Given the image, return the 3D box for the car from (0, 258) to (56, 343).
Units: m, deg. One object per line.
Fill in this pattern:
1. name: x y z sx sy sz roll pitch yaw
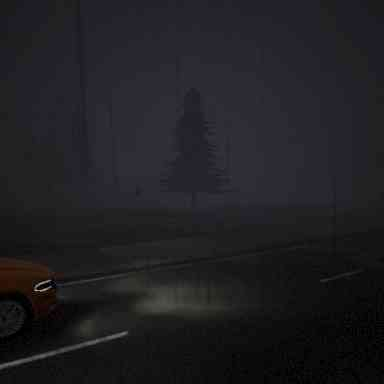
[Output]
1. car: -4.615 1.479 4.749 5.008 1.535 1.882 0 0 -36
